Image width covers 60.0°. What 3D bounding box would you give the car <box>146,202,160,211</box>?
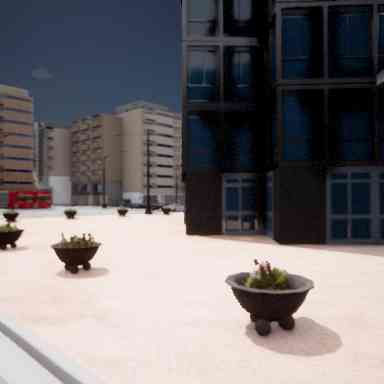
[{"bbox_3d":[-4.780,2.493,55.685,1.837,1.490,4.892,-1,-1,43],"label":"car"}]

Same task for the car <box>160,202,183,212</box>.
[{"bbox_3d":[-2.358,2.548,53.152,1.895,1.301,4.718,-1,-2,43],"label":"car"}]

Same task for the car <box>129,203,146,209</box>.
[{"bbox_3d":[-10.103,2.753,65.428,1.895,1.301,4.718,-1,-2,44],"label":"car"}]
